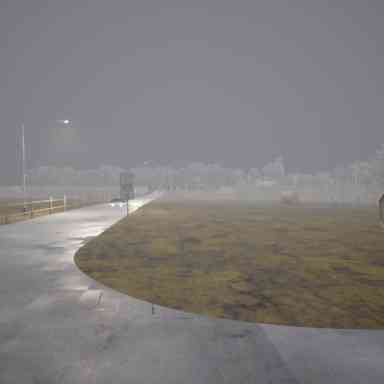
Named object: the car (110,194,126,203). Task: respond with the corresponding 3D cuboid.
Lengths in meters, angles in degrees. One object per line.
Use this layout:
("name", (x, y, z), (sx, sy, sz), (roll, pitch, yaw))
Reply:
("car", (-11.415, 1.003, 51.839), (1.994, 1.385, 4.181), (-1, 0, -4))
